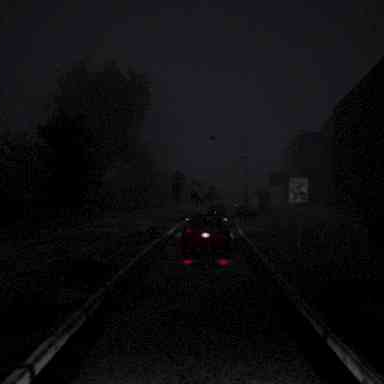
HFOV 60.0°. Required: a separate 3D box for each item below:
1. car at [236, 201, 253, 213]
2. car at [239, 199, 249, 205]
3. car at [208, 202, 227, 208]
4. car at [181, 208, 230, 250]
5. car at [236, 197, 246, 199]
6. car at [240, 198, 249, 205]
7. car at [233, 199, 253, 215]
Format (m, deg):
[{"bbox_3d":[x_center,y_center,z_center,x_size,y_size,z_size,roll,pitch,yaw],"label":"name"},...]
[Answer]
[{"bbox_3d":[6.948,1.982,44.325,2.163,1.488,4.792,0,-1,9],"label":"car"},{"bbox_3d":[12.954,2.504,82.637,2.231,1.521,4.892,0,-1,9],"label":"car"},{"bbox_3d":[2.640,1.826,34.989,2.128,1.511,4.902,0,-1,8],"label":"car"},{"bbox_3d":[0.633,1.638,14.740,1.994,1.385,4.181,0,0,3],"label":"car"},{"bbox_3d":[11.242,2.099,71.718,2.435,2.045,5.566,0,-1,9],"label":"car"},{"bbox_3d":[13.810,2.453,88.100,2.185,1.767,4.553,1,-1,9],"label":"car"},{"bbox_3d":[6.120,1.871,38.890,2.097,1.535,5.008,-1,-1,8],"label":"car"}]
